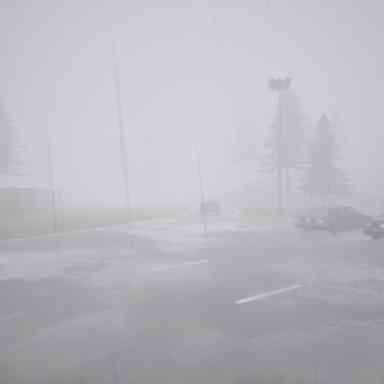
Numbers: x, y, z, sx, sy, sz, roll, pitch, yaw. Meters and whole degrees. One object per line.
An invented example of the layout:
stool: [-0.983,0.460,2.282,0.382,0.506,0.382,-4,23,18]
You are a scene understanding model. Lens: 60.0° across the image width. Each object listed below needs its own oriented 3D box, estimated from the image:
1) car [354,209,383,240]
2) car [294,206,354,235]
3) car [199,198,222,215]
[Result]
car: [9.890,1.438,15.122,5.357,1.411,2.033,0,0,-36]
car: [7.778,1.438,17.915,5.357,1.411,2.033,0,0,-36]
car: [1.842,1.342,32.760,1.882,1.535,5.008,0,0,8]
